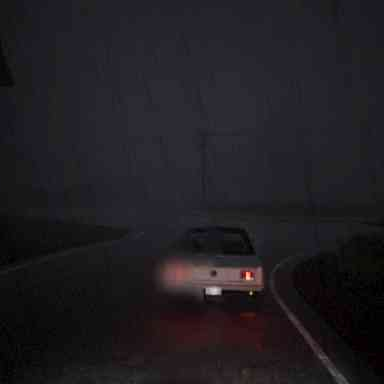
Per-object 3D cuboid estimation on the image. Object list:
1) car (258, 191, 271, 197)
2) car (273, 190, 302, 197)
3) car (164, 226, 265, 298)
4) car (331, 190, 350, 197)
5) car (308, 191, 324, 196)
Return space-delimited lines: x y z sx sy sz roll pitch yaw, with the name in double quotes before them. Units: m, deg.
"car" 18.728 0.575 83.630 3.905 1.438 1.784 0 1 3
"car" 17.866 0.618 61.165 4.605 1.855 1.932 0 1 3
"car" 0.640 1.506 8.312 1.895 1.301 4.718 0 1 6
"car" 31.578 0.512 70.730 3.866 1.878 1.905 0 1 3
"car" 31.635 0.552 84.225 4.193 1.474 1.816 0 1 3
